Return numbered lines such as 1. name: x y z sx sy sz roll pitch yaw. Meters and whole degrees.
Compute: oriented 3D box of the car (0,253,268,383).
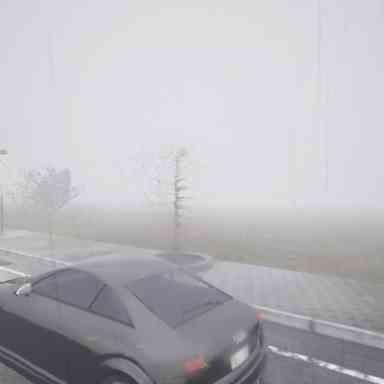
1. car: -1.164 1.538 4.393 4.181 1.385 1.994 1 0 36
